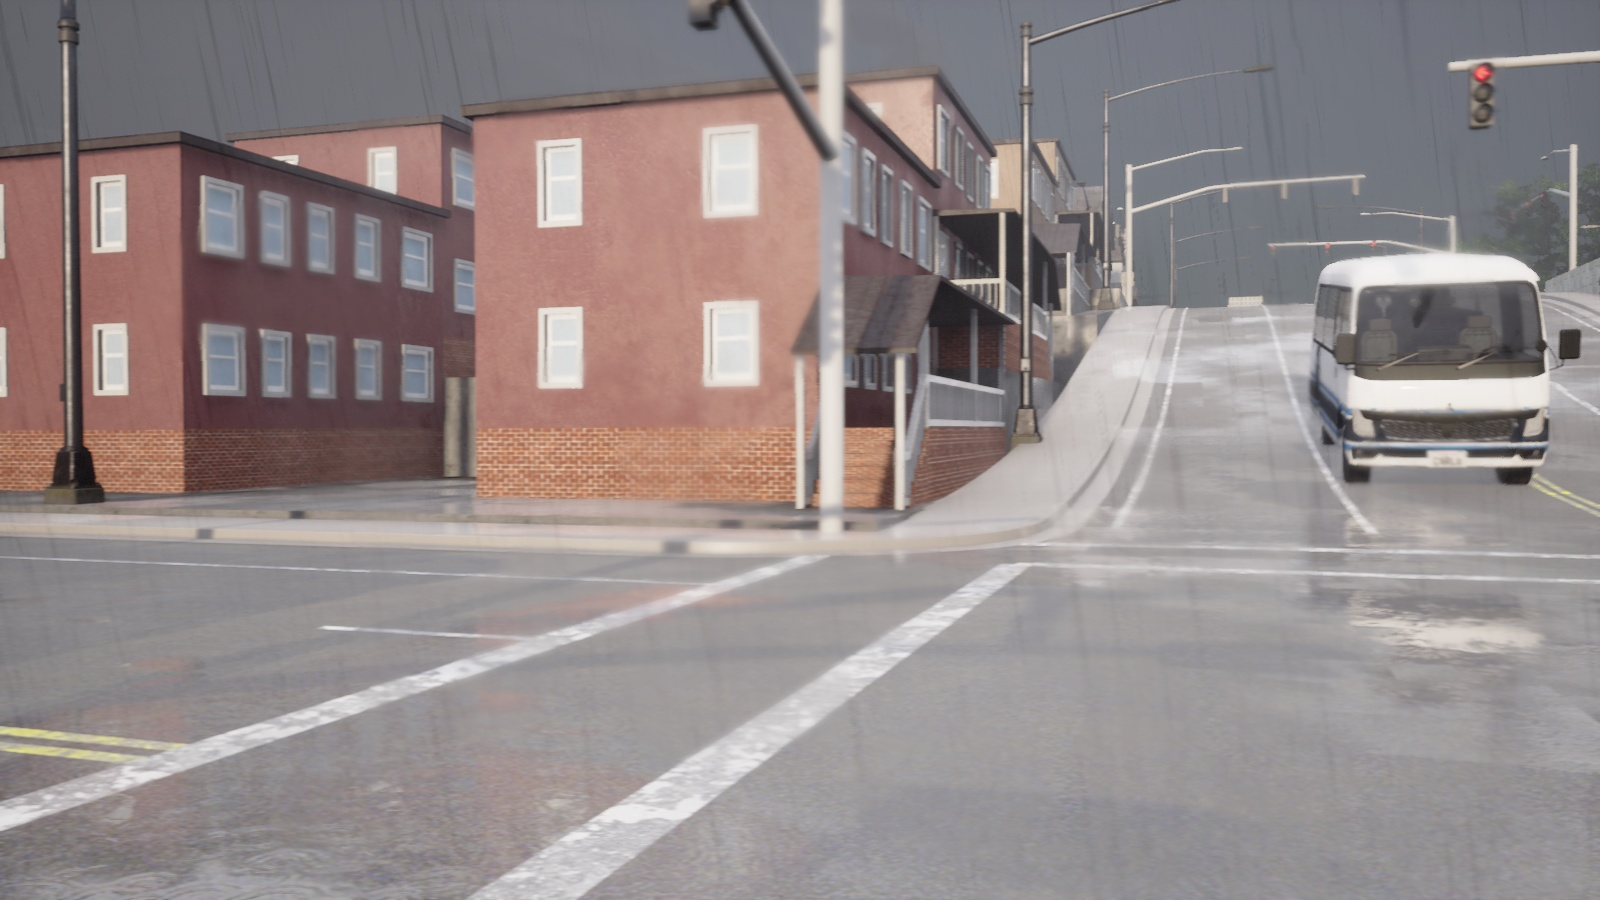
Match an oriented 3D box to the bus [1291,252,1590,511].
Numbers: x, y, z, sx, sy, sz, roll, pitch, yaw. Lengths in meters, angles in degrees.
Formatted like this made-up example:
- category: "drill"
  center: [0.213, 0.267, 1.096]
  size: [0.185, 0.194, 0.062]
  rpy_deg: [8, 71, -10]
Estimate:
- category: "bus"
  center: [12.633, -1.789, 26.090]
  size: [3.944, 4.253, 10.273]
  rpy_deg: [1, 8, 18]
